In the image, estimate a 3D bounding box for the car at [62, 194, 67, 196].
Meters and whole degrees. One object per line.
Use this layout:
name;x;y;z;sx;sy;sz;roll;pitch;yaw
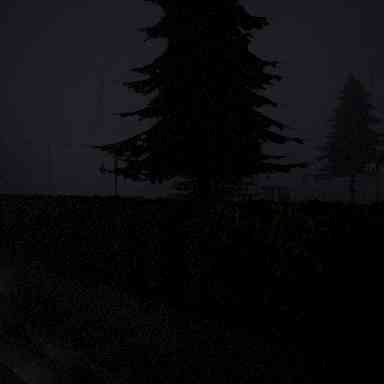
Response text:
car;-31.928;1.232;85.953;3.806;1.475;1.970;0;0;-45

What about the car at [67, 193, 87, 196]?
car;-27.195;1.154;81.607;5.027;1.636;2.152;0;0;-45

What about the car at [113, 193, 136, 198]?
car;-10.326;1.384;54.287;3.806;1.475;1.970;0;0;-45

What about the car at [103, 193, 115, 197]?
car;-15.887;1.097;70.708;4.605;1.855;1.932;0;0;-45

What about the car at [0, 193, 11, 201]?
car;-41.785;1.097;71.648;4.605;1.855;1.932;0;0;-45

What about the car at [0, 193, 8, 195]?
car;-23.730;1.330;41.297;5.027;1.636;2.152;0;0;-45
